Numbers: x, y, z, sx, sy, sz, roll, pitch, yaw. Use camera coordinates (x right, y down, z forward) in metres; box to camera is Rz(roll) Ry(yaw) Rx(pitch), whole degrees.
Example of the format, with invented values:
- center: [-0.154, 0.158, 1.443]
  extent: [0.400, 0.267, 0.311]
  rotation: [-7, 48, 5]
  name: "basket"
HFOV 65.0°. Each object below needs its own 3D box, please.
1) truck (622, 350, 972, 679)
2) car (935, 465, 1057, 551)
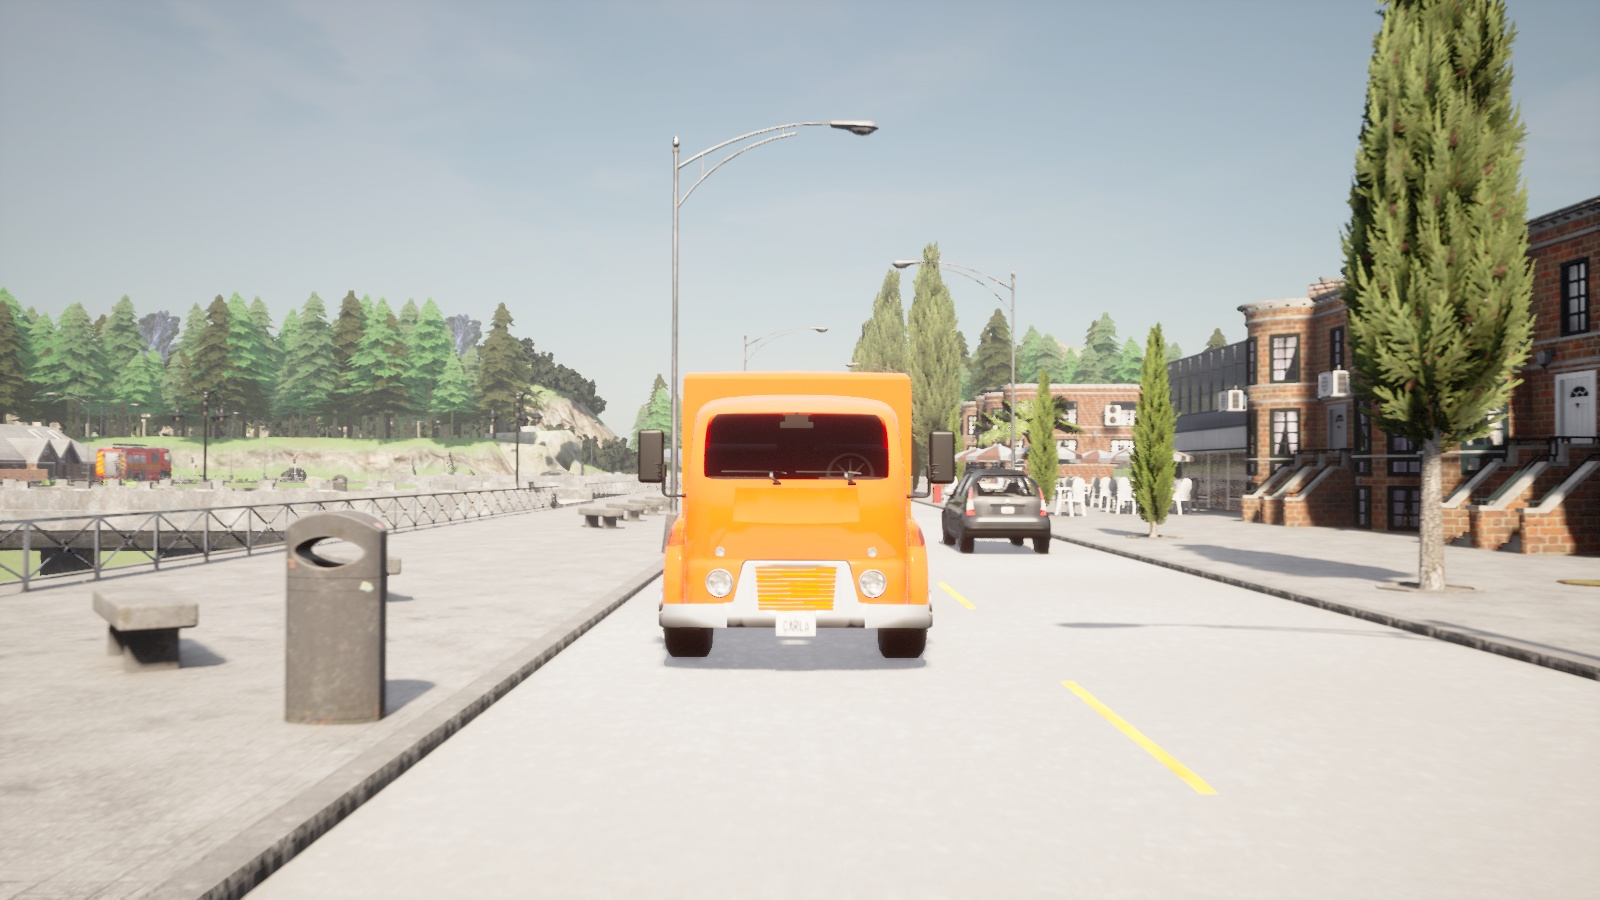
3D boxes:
- center: [-0.033, 0.530, 12.067]
  extent: [2.627, 2.467, 5.204]
  rotation: [0, -1, 0]
  name: "truck"
- center: [3.932, 1.129, 25.792]
  extent: [1.851, 1.617, 3.988]
  rotation: [0, -1, 0]
  name: "car"
